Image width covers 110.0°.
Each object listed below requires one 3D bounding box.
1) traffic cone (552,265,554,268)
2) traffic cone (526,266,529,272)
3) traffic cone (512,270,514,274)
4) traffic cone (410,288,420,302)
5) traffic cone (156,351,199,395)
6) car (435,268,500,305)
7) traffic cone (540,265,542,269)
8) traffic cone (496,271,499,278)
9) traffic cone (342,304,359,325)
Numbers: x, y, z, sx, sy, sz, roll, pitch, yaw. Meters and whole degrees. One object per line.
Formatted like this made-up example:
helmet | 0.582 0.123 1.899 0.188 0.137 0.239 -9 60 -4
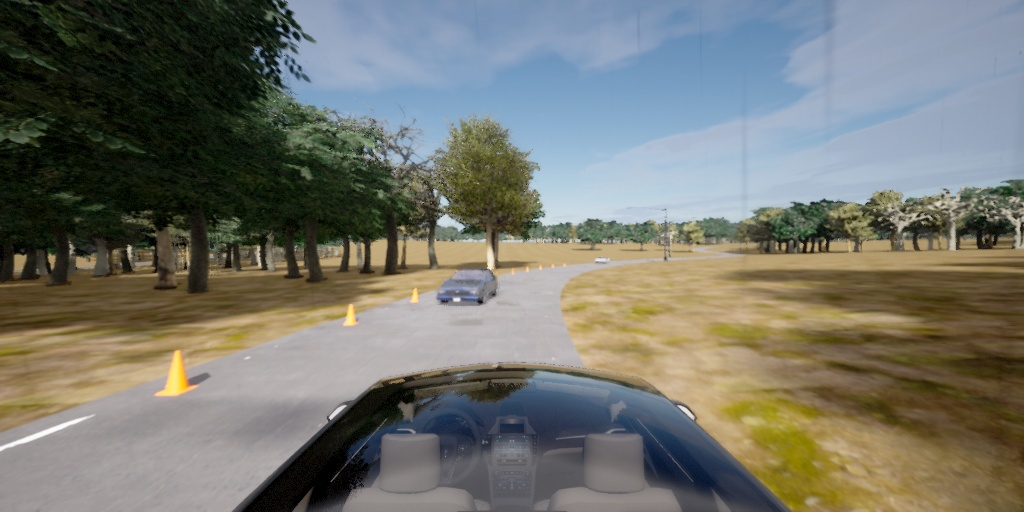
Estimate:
traffic cone | 5.686 1.328 49.838 0.340 0.580 0.340 0 0 25
traffic cone | 1.739 1.448 40.383 0.340 0.580 0.340 0 0 20
traffic cone | 0.097 1.504 35.530 0.340 0.580 0.340 0 0 17
traffic cone | -4.186 1.661 15.510 0.340 0.580 0.340 0 0 7
traffic cone | -4.926 1.696 5.288 0.340 0.580 0.340 0 0 1
car | -1.777 1.260 16.248 2.033 1.411 5.357 0 0 7
traffic cone | 3.604 1.387 45.156 0.340 0.580 0.340 0 0 23
traffic cone | -1.319 1.554 30.604 0.340 0.580 0.340 0 0 15
traffic cone | -4.674 1.682 10.407 0.340 0.580 0.340 0 0 4
